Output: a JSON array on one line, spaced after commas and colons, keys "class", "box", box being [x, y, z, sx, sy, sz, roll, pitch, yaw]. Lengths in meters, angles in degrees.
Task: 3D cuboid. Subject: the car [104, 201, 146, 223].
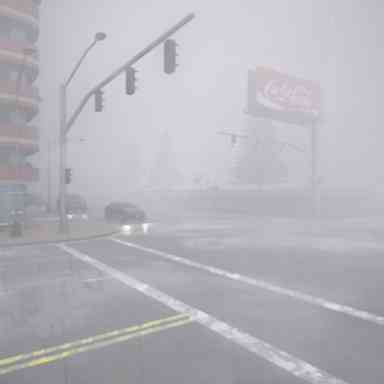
[{"class": "car", "box": [-5.343, 1.514, 26.041, 1.837, 1.490, 4.892, 0, 0, -36]}]

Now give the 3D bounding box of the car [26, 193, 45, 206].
[{"class": "car", "box": [-25.753, 1.233, 54.571, 2.150, 2.045, 5.566, 0, 0, -36]}]

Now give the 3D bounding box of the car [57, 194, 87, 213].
[{"class": "car", "box": [-13.642, 1.232, 37.578, 2.150, 2.045, 5.566, 0, 0, -36]}]
